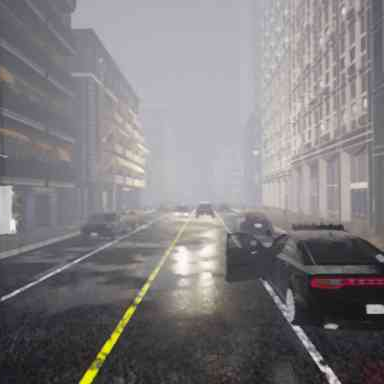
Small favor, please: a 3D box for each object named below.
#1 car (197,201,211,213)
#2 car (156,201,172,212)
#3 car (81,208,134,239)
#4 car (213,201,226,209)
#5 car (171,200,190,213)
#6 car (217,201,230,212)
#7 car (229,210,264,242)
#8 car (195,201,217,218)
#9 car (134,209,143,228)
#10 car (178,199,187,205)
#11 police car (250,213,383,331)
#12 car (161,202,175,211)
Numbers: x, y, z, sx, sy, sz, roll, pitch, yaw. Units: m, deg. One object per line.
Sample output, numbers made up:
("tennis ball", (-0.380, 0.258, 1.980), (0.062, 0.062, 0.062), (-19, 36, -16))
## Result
("car", (1.700, 2.055, 45.299), (1.812, 1.442, 4.674), (0, -1, 3))
("car", (-3.947, 2.040, 47.480), (1.967, 1.590, 4.097), (-1, -1, 2))
("car", (-4.948, 1.831, 19.256), (1.947, 1.339, 4.313), (-1, -1, 2))
("car", (4.828, 2.219, 58.472), (2.008, 1.369, 4.403), (-1, -1, 2))
("car", (-1.313, 2.126, 45.912), (1.994, 1.385, 4.181), (0, -1, 2))
("car", (4.428, 2.077, 47.182), (1.887, 1.381, 4.507), (-1, -1, 2))
("car", (3.427, 1.763, 18.960), (1.947, 1.339, 4.313), (-1, -1, 2))
("car", (1.373, 1.910, 34.834), (1.837, 1.490, 4.892), (0, 0, 2))
("car", (-4.754, 1.854, 24.732), (1.752, 1.417, 4.829), (-1, -1, 2))
("car", (-2.544, 2.635, 86.991), (2.008, 1.369, 4.403), (-1, -1, 2))
("police car", (2.690, 1.491, 7.304), (1.930, 1.638, 5.238), (0, -1, 2))
("car", (-3.746, 2.249, 53.123), (1.802, 1.307, 4.206), (-1, -1, 2))
